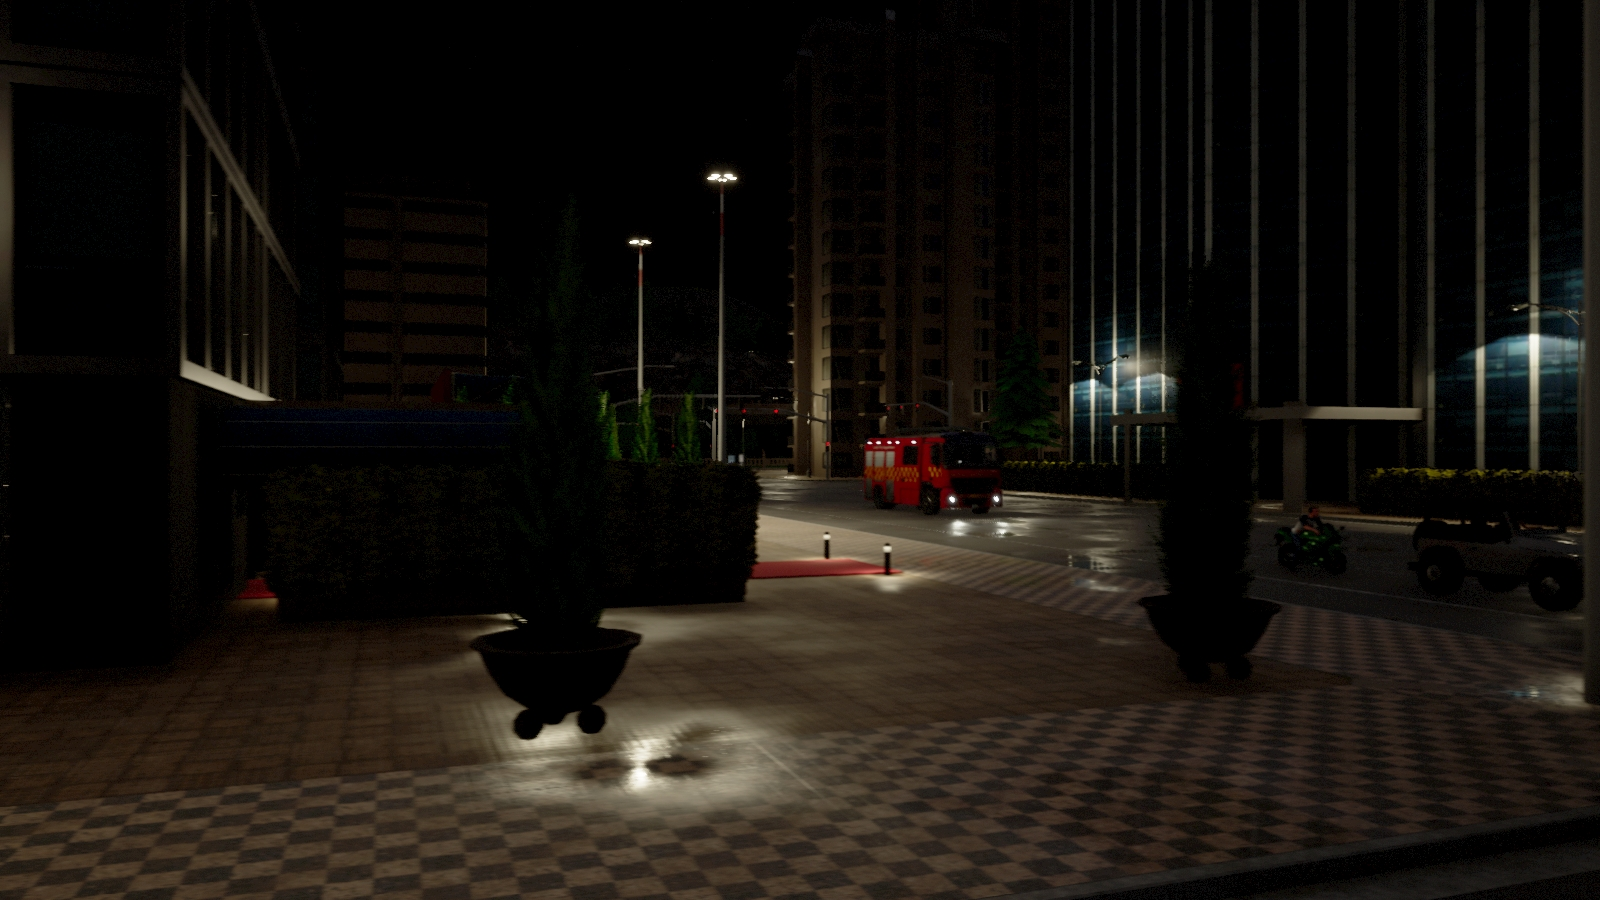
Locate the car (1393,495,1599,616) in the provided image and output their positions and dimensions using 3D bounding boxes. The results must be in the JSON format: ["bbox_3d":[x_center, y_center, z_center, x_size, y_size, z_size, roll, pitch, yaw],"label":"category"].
[{"bbox_3d":[13.426,1.859,21.354,1.905,1.878,3.866,0,0,-20],"label":"car"}]
